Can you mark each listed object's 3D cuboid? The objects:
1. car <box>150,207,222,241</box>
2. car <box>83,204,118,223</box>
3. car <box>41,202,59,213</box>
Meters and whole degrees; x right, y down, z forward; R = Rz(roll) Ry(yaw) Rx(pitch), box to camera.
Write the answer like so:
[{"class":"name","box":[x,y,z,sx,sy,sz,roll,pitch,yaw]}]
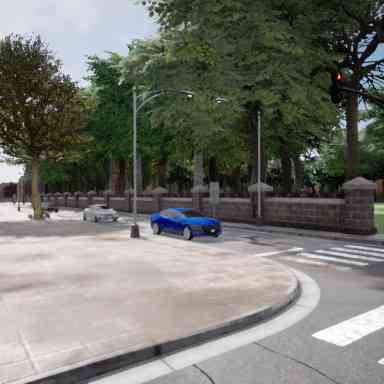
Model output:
[{"class":"car","box":[-0.449,1.615,18.058,1.882,1.535,5.008,0,0,-36]},{"class":"car","box":[-7.948,1.791,28.557,1.812,1.442,4.674,0,-1,-36]},{"class":"car","box":[-19.338,2.067,44.647,1.994,1.385,4.181,0,-1,-35]}]
